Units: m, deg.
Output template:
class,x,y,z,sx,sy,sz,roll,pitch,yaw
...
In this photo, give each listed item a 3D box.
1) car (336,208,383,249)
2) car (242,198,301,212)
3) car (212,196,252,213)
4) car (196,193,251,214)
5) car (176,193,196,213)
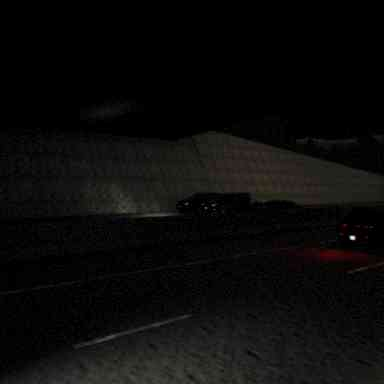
class,x,y,z,sx,sy,sz,roll,pitch,yaw
car,7.890,1.414,13.661,4.892,1.490,1.837,0,0,-35
car,6.467,1.377,25.780,4.892,1.490,1.837,0,0,-35
car,4.481,1.363,28.662,4.902,1.511,2.128,0,0,-35
car,3.540,1.084,32.288,5.566,2.045,2.150,0,0,-35
car,1.033,1.088,34.800,5.566,2.045,2.150,0,0,-35
